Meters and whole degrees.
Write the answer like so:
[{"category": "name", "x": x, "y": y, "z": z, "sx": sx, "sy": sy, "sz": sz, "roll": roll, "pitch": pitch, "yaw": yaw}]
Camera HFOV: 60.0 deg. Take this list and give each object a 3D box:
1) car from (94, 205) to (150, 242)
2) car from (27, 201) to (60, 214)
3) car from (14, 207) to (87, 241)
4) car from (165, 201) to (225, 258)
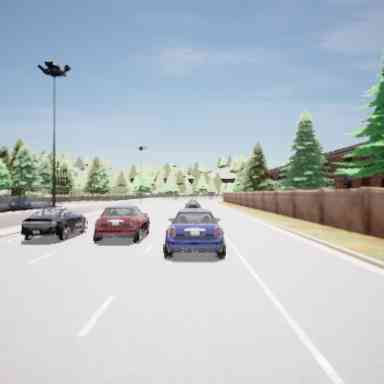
[{"category": "car", "x": -3.403, "y": 1.440, "z": 16.947, "sx": 2.097, "sy": 1.767, "sz": 4.553, "roll": 0, "pitch": 0, "yaw": 0}, {"category": "car", "x": -17.475, "y": 1.761, "z": 39.419, "sx": 1.994, "sy": 1.385, "sz": 4.181, "roll": 0, "pitch": 0, "yaw": 0}, {"category": "car", "x": -6.904, "y": 1.579, "z": 17.175, "sx": 2.128, "sy": 1.511, "sz": 4.902, "roll": 0, "pitch": 0, "yaw": 0}, {"category": "car", "x": 0.097, "y": 1.424, "z": 13.311, "sx": 2.097, "sy": 1.767, "sz": 4.553, "roll": 0, "pitch": 0, "yaw": 0}]
